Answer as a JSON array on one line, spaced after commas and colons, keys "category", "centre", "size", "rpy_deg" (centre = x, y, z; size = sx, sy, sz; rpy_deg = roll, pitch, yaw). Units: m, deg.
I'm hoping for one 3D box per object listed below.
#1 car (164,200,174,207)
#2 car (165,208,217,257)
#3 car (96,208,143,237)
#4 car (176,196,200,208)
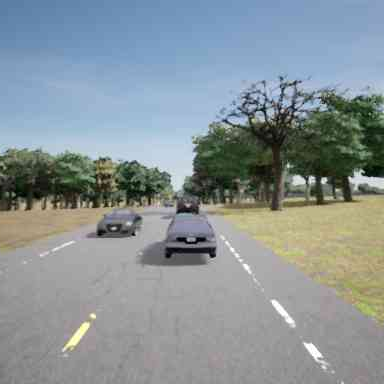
[{"category": "car", "centre": [-4.613, 2.372, 67.809], "size": [1.837, 1.490, 4.892], "rpy_deg": [0, -1, -2]}, {"category": "car", "centre": [-0.069, 1.569, 13.093], "size": [2.033, 1.411, 5.357], "rpy_deg": [0, 0, -1]}, {"category": "car", "centre": [-3.857, 1.610, 18.332], "size": [1.994, 1.385, 4.181], "rpy_deg": [0, 0, -1]}, {"category": "car", "centre": [-0.410, 1.397, 32.742], "size": [2.150, 2.045, 5.566], "rpy_deg": [0, -1, -1]}]
